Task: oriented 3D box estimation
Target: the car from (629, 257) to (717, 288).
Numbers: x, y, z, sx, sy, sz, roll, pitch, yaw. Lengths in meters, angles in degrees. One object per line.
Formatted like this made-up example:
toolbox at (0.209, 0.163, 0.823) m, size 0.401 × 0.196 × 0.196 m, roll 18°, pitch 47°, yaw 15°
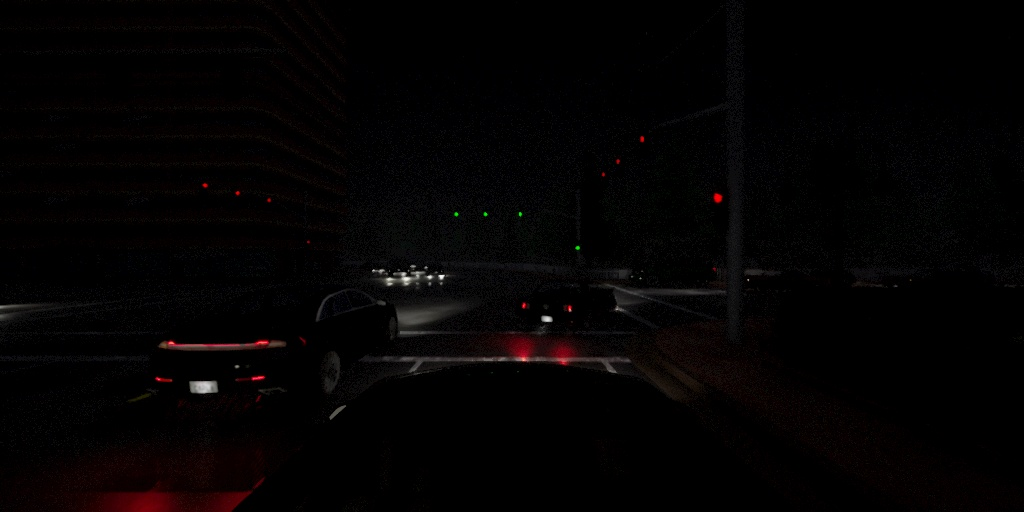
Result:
car at (11.041, 1.071, 24.681) m, size 5.566 × 2.045 × 2.150 m, roll 0°, pitch 0°, yaw 1°

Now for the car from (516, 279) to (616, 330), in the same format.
car at (1.962, 1.399, 11.569) m, size 1.895 × 1.301 × 4.718 m, roll 0°, pitch 0°, yaw 27°

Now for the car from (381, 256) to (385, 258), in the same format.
car at (-19.412, 1.076, 57.836) m, size 5.566 × 2.045 × 2.150 m, roll 0°, pitch 0°, yaw 44°

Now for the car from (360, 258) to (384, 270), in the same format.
car at (-21.517, 1.413, 54.903) m, size 4.181 × 1.385 × 1.994 m, roll 0°, pitch 0°, yaw 43°

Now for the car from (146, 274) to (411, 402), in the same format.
car at (-3.502, 1.252, 6.412) m, size 2.128 × 1.511 × 4.902 m, roll 0°, pitch 0°, yaw -2°

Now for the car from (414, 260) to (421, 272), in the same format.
car at (-12.978, 1.344, 49.717) m, size 1.837 × 1.490 × 4.892 m, roll 0°, pitch 0°, yaw -32°

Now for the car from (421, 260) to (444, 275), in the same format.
car at (-8.944, 1.371, 41.037) m, size 2.033 × 1.411 × 5.357 m, roll 0°, pitch 0°, yaw -18°

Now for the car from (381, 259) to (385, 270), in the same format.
car at (-15.443, 1.360, 47.058) m, size 1.812 × 1.442 × 4.674 m, roll 0°, pitch 0°, yaw -31°

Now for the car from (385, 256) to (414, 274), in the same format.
car at (-11.863, 1.039, 38.089) m, size 2.150 × 2.045 × 5.566 m, roll 0°, pitch 0°, yaw -15°

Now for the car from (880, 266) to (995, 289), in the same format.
car at (24.771, 1.444, 21.055) m, size 4.718 × 1.301 × 1.895 m, roll 0°, pitch 0°, yaw 0°

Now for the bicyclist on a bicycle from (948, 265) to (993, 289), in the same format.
bicyclist on a bicycle at (23.084, 1.290, 17.992) m, size 1.656 × 1.620 × 0.582 m, roll 0°, pitch 0°, yaw 38°

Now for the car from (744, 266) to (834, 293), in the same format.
car at (15.604, 1.443, 21.126) m, size 4.718 × 1.301 × 1.895 m, roll 0°, pitch 0°, yaw 0°

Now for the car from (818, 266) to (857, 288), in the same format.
car at (20.808, 1.375, 24.574) m, size 4.674 × 1.442 × 1.812 m, roll 0°, pitch 0°, yaw 0°
